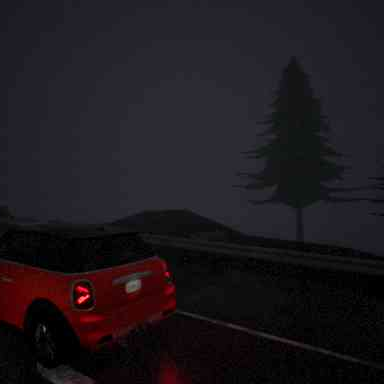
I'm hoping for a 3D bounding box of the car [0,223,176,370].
[{"bbox_3d":[-2.526,1.338,5.963,4.553,1.767,2.097,0,0,37],"label":"car"}]
